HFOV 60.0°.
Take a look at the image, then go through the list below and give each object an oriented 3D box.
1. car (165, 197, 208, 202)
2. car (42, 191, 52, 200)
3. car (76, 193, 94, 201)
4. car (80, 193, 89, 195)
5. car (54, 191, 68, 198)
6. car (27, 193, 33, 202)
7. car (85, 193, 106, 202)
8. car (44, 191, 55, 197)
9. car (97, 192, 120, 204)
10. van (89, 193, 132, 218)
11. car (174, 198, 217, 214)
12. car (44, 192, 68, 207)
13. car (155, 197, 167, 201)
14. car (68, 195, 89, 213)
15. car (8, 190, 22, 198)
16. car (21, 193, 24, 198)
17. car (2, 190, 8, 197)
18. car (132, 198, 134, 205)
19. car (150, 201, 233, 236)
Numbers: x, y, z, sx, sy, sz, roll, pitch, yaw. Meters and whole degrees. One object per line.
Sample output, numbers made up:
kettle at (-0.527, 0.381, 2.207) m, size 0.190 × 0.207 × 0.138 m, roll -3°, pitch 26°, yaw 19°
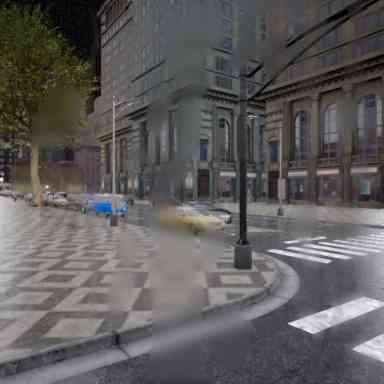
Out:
car at (0.587, 1.339, 21.371) m, size 2.128 × 1.511 × 4.902 m, roll 0°, pitch 1°, yaw -35°
car at (-19.691, 0.992, 45.498) m, size 2.008 × 1.369 × 4.403 m, roll 1°, pitch 0°, yaw -35°
car at (-19.211, 0.861, 59.597) m, size 1.802 × 1.307 × 4.206 m, roll 1°, pitch 0°, yaw -35°
car at (-11.171, 1.077, 38.053) m, size 1.882 × 1.535 × 5.008 m, roll 0°, pitch 1°, yaw -35°
car at (-28.928, 0.587, 73.362) m, size 1.887 × 1.381 × 4.507 m, roll 1°, pitch 0°, yaw -35°
car at (-22.931, 0.910, 50.087) m, size 2.008 × 1.369 × 4.403 m, roll 1°, pitch 0°, yaw -35°
car at (-15.971, 0.910, 55.008) m, size 2.008 × 1.369 × 4.403 m, roll 1°, pitch 0°, yaw -35°
car at (-35.408, 0.471, 82.539) m, size 1.802 × 1.307 × 4.206 m, roll 1°, pitch 0°, yaw -35°
car at (-12.729, 0.881, 50.420) m, size 1.967 × 1.590 × 4.097 m, roll 1°, pitch 0°, yaw -35°
van at (-6.730, 1.091, 27.137) m, size 1.690 × 1.788 × 3.998 m, roll 1°, pitch 0°, yaw -35°
car at (0.228, 1.315, 32.062) m, size 1.947 × 1.339 × 4.313 m, roll 1°, pitch 0°, yaw -35°
car at (-16.354, 1.051, 40.770) m, size 1.752 × 1.417 × 4.829 m, roll 1°, pitch 0°, yaw -35°
car at (-3.011, 1.224, 36.651) m, size 1.887 × 1.381 × 4.507 m, roll 1°, pitch 0°, yaw -35°
car at (-9.972, 1.230, 31.727) m, size 2.008 × 1.369 × 4.403 m, roll 1°, pitch 0°, yaw -35°
car at (-35.888, 0.483, 68.442) m, size 1.967 × 1.590 × 4.097 m, roll 1°, pitch 0°, yaw -35°
car at (-26.171, 0.830, 54.676) m, size 2.008 × 1.369 × 4.403 m, roll 1°, pitch 0°, yaw -35°
car at (-42.368, 0.330, 77.620) m, size 1.967 × 1.590 × 4.097 m, roll 1°, pitch 0°, yaw -35°
car at (-9.492, 1.073, 45.832) m, size 2.008 × 1.369 × 4.403 m, roll 1°, pitch 0°, yaw -35°
car at (-0.153, 1.398, 17.816) m, size 1.752 × 1.417 × 4.829 m, roll 1°, pitch 0°, yaw -35°
